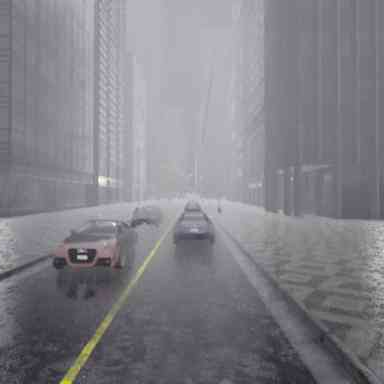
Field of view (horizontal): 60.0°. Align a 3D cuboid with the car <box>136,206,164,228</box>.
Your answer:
[{"bbox_3d":[-3.043,1.695,23.941,2.033,1.411,5.357,0,0,1],"label":"car"}]

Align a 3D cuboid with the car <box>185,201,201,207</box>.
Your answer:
[{"bbox_3d":[0.099,1.818,41.080,1.994,1.385,4.181,0,0,0],"label":"car"}]

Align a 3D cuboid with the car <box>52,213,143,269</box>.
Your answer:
[{"bbox_3d":[-3.053,1.633,11.254,1.994,1.385,4.181,0,0,0],"label":"car"}]

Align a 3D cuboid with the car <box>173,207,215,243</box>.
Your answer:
[{"bbox_3d":[0.099,1.667,16.747,1.994,1.385,4.181,0,0,0],"label":"car"}]
